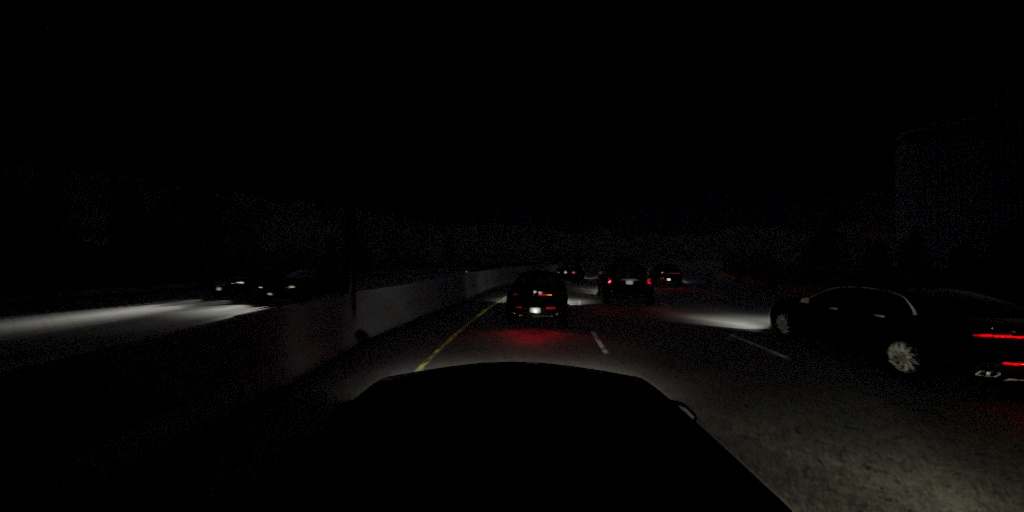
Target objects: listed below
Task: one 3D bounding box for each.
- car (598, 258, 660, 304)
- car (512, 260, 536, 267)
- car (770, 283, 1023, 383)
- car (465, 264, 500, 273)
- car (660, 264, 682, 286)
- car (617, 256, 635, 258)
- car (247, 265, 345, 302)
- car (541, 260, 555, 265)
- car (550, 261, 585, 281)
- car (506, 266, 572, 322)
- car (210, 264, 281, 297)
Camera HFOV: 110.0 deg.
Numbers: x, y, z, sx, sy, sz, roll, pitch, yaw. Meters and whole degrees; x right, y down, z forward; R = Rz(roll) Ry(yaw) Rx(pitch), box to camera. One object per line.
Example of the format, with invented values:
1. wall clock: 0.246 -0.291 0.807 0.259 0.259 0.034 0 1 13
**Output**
1. car: 5.187 1.116 16.798 2.097 1.767 4.553 0 0 10
2. car: 2.086 1.401 56.960 2.033 1.411 5.357 0 0 32
3. car: 7.440 1.284 7.232 1.837 1.490 4.892 0 0 4
4. car: -2.318 1.355 30.853 1.895 1.301 4.718 0 0 18
5. car: 10.978 1.293 25.817 1.837 1.490 4.892 0 0 17
6. car: 12.767 1.041 39.841 2.150 2.045 5.566 0 0 26
7. car: -9.251 1.234 16.551 1.812 1.442 4.674 0 0 9
8. car: 6.451 1.415 57.238 2.033 1.411 5.357 0 0 33
9. car: 4.940 1.323 30.099 2.033 1.411 5.357 0 0 19
10. car: 0.947 1.253 12.305 1.837 1.490 4.892 0 0 7
11. car: -12.500 1.189 18.201 2.128 1.511 4.902 0 0 10
